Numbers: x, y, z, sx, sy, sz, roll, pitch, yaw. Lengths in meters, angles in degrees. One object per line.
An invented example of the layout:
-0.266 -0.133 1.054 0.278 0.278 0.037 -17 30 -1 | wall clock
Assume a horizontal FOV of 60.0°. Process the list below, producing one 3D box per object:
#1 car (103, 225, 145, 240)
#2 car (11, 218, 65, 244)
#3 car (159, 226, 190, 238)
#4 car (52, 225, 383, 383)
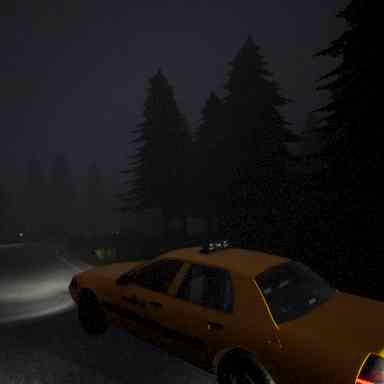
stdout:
-7.433 4.510 36.974 2.033 1.411 5.357 -4 -8 20 | car
-12.735 3.228 28.169 2.150 2.045 5.566 -4 -7 7 | car
-2.309 5.544 46.279 1.882 1.535 5.008 -5 -8 30 | car
0.125 1.441 4.751 5.366 1.575 1.801 0 1 43 | car
